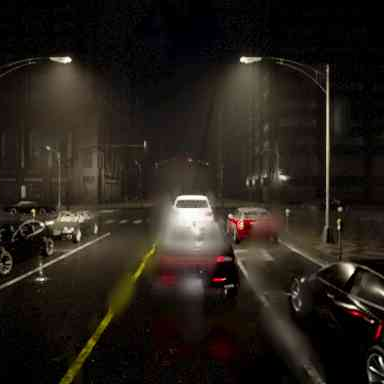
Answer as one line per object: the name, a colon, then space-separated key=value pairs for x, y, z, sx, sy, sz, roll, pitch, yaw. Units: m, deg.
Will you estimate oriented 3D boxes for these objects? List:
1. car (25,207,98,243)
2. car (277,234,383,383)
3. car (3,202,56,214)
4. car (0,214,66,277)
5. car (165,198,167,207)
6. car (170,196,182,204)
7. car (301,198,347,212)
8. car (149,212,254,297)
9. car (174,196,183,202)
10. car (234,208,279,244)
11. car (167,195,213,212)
car: x=-5.766 y=1.558 z=15.869 sx=2.008 sy=1.369 sz=4.403 roll=0 pitch=0 yaw=0
car: x=2.763 y=1.567 z=4.601 sx=1.947 sy=1.339 sz=4.313 roll=0 pitch=0 yaw=0
car: x=-16.416 y=1.665 z=33.959 sx=4.718 sy=1.301 sz=1.895 roll=0 pitch=0 yaw=0
car: x=-5.764 y=1.570 z=10.232 sx=1.947 sy=1.339 sz=4.313 roll=0 pitch=0 yaw=0
car: x=-3.053 y=1.391 z=52.163 sx=2.097 sy=1.767 sz=4.553 roll=0 pitch=0 yaw=-1
car: x=-3.071 y=1.548 z=64.741 sx=2.128 sy=1.511 sz=4.902 roll=0 pitch=0 yaw=0
car: x=14.879 y=1.476 z=37.487 sx=4.892 sy=1.490 sz=1.837 roll=0 pitch=0 yaw=0
car: x=0.062 y=1.495 z=8.605 sx=2.128 sy=1.511 sz=4.902 roll=0 pitch=0 yaw=0
car: x=-3.080 y=1.577 z=75.950 sx=1.837 sy=1.490 sz=4.892 roll=0 pitch=0 yaw=0
car: x=2.758 y=1.447 z=15.874 sx=1.967 sy=1.590 sz=4.097 roll=0 pitch=0 yaw=0
car: x=-0.001 y=1.230 z=18.527 sx=2.150 sy=2.045 sz=5.566 roll=0 pitch=0 yaw=0
